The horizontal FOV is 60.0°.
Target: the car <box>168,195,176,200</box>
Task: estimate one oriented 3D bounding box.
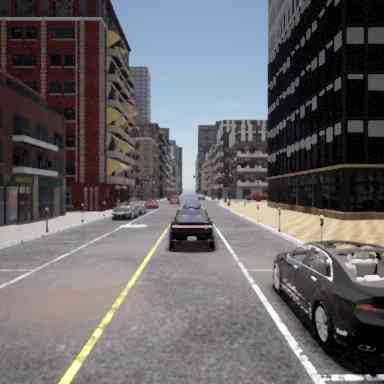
[{"bbox_3d":[-5.692,1.584,94.765,1.752,1.417,4.829,0,0,0],"label":"car"}]

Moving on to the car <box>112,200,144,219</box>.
[{"bbox_3d":[-5.692,1.556,28.663,2.008,1.369,4.403,0,0,0],"label":"car"}]

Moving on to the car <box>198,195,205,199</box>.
[{"bbox_3d":[2.688,1.499,94.937,1.967,1.590,4.097,0,0,0],"label":"car"}]

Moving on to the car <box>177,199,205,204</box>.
[{"bbox_3d":[0.000,1.579,29.651,1.994,1.385,4.181,0,0,0],"label":"car"}]

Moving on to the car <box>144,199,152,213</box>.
[{"bbox_3d":[-5.692,1.558,34.312,2.008,1.369,4.403,0,0,0],"label":"car"}]

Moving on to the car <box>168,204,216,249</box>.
[{"bbox_3d":[0.000,1.496,14.650,2.128,1.511,4.902,0,0,0],"label":"car"}]

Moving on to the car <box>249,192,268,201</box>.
[{"bbox_3d":[14.693,1.055,67.190,5.009,1.841,2.192,-1,1,0],"label":"car"}]

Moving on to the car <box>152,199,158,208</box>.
[{"bbox_3d":[-5.742,1.596,47.229,1.802,1.307,4.206,0,0,0],"label":"car"}]

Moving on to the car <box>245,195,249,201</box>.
[{"bbox_3d":[14.558,1.045,75.569,5.009,1.841,2.192,-1,1,0],"label":"car"}]

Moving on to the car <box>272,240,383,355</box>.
[{"bbox_3d":[2.688,1.549,6.069,2.008,1.369,4.403,0,0,0],"label":"car"}]

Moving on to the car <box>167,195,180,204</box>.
[{"bbox_3d":[-3.001,1.586,59.650,1.812,1.442,4.674,0,0,0],"label":"car"}]

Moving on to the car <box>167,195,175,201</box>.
[{"bbox_3d":[-5.692,1.618,89.252,1.947,1.339,4.313,0,0,0],"label":"car"}]
